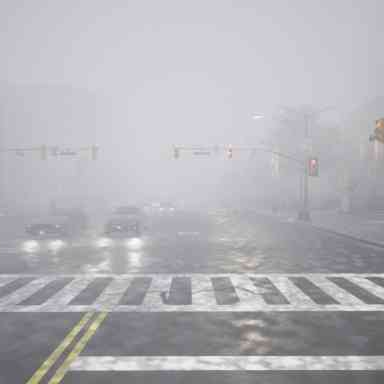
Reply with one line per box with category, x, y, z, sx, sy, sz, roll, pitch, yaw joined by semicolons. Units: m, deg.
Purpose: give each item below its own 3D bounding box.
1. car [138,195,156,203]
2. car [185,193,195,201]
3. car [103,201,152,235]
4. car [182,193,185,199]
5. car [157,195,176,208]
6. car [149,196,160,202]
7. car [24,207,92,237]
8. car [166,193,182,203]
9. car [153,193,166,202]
car;-7.156;1.547;50.385;2.033;1.411;5.357;0;0;0
car;-1.292;1.225;87.845;2.150;2.045;5.566;0;0;-29
car;-3.621;1.505;18.871;1.837;1.490;4.892;0;0;0
car;-4.335;1.355;86.140;2.097;1.767;4.553;0;0;-29
car;-3.653;1.525;48.275;1.812;1.442;4.674;0;0;0
car;-8.945;1.595;78.992;1.895;1.301;4.718;0;0;-18
car;-7.119;1.546;18.437;2.033;1.411;5.357;0;0;0
car;-3.674;1.547;68.389;2.033;1.411;5.357;0;0;1
car;-7.172;1.492;67.953;2.128;1.511;4.902;0;0;1
